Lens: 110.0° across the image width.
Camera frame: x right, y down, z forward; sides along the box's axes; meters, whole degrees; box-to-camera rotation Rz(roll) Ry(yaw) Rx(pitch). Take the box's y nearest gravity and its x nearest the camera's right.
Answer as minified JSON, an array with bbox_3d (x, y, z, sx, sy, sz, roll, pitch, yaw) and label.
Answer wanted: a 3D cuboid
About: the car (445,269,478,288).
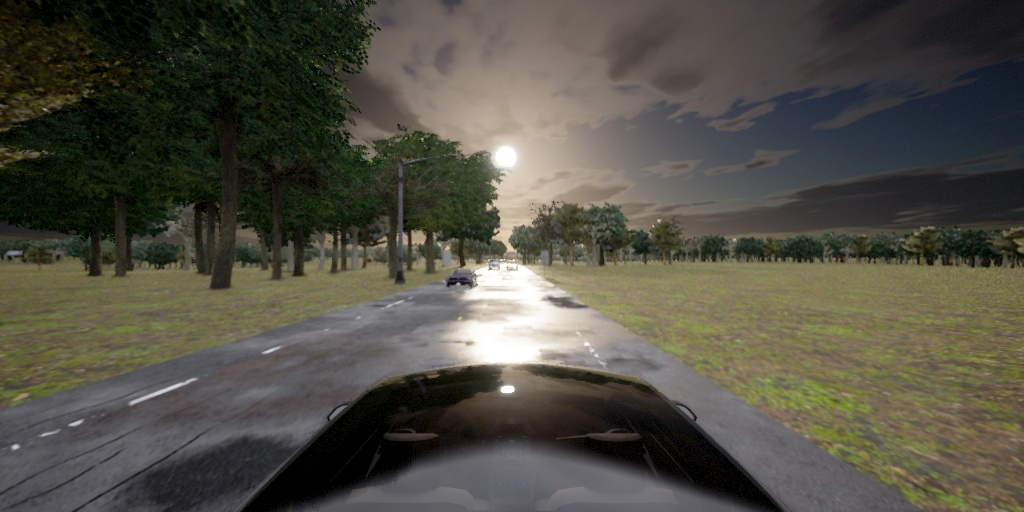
[{"bbox_3d":[-3.601,1.610,26.292,1.895,1.301,4.718,0,-1,0],"label":"car"}]
